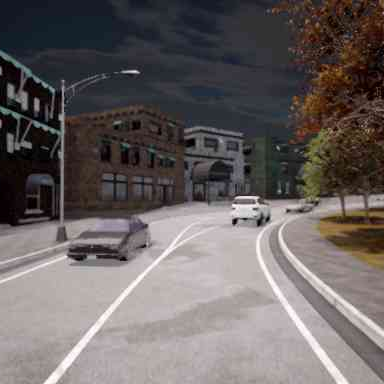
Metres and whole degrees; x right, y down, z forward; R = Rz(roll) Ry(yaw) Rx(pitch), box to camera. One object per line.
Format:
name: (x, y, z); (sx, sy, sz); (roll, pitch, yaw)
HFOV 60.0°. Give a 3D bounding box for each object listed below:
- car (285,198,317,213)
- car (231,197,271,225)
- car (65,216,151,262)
car: (12.747, 1.754, 39.302); (1.895, 1.301, 4.718); (-1, 0, 39)
car: (4.686, 1.414, 25.943); (2.150, 2.045, 5.566); (-1, -1, 23)
car: (-2.911, 1.679, 12.994); (2.033, 1.411, 5.357); (0, -1, 5)
